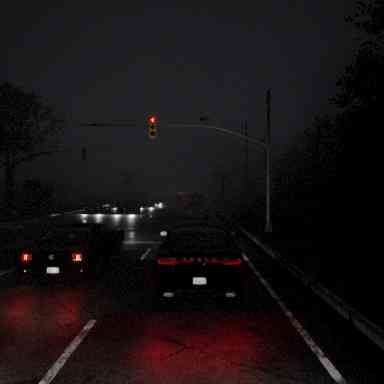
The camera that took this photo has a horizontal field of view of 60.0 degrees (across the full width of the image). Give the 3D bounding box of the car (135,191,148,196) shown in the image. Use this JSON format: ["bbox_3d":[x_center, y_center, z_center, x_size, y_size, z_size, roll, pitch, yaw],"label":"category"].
[{"bbox_3d":[-9.834,0.846,64.716,2.150,2.045,5.566,0,4,1],"label":"car"}]

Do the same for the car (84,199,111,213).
[{"bbox_3d":[-10.235,1.502,36.416,1.837,1.490,4.892,0,0,1],"label":"car"}]

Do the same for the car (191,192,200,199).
[{"bbox_3d":[0.806,0.749,73.899,1.895,1.301,4.718,0,3,1],"label":"car"}]

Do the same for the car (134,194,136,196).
[{"bbox_3d":[-10.073,1.474,49.503,1.882,1.535,5.008,0,0,1],"label":"car"}]

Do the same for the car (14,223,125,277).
[{"bbox_3d":[-3.368,1.600,10.242,1.895,1.301,4.718,0,0,-1],"label":"car"}]

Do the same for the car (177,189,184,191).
[{"bbox_3d":[-2.656,0.167,77.289,2.097,1.767,4.553,0,3,1],"label":"car"}]

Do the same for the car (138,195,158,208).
[{"bbox_3d":[-6.571,1.522,49.543,1.812,1.442,4.674,0,0,1],"label":"car"}]

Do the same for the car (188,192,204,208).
[{"bbox_3d":[0.615,1.217,49.461,2.150,2.045,5.566,0,0,1],"label":"car"}]

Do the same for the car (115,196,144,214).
[{"bbox_3d":[-6.742,1.501,35.849,1.837,1.490,4.892,0,0,1],"label":"car"}]

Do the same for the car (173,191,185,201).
[{"bbox_3d":[-2.779,1.064,66.912,2.033,1.411,5.357,0,3,1],"label":"car"}]

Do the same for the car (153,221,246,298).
[{"bbox_3d":[0.157,1.477,8.564,1.882,1.535,5.008,0,0,0],"label":"car"}]

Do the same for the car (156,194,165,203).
[{"bbox_3d":[-6.361,1.155,64.084,2.128,1.511,4.902,0,3,1],"label":"car"}]
